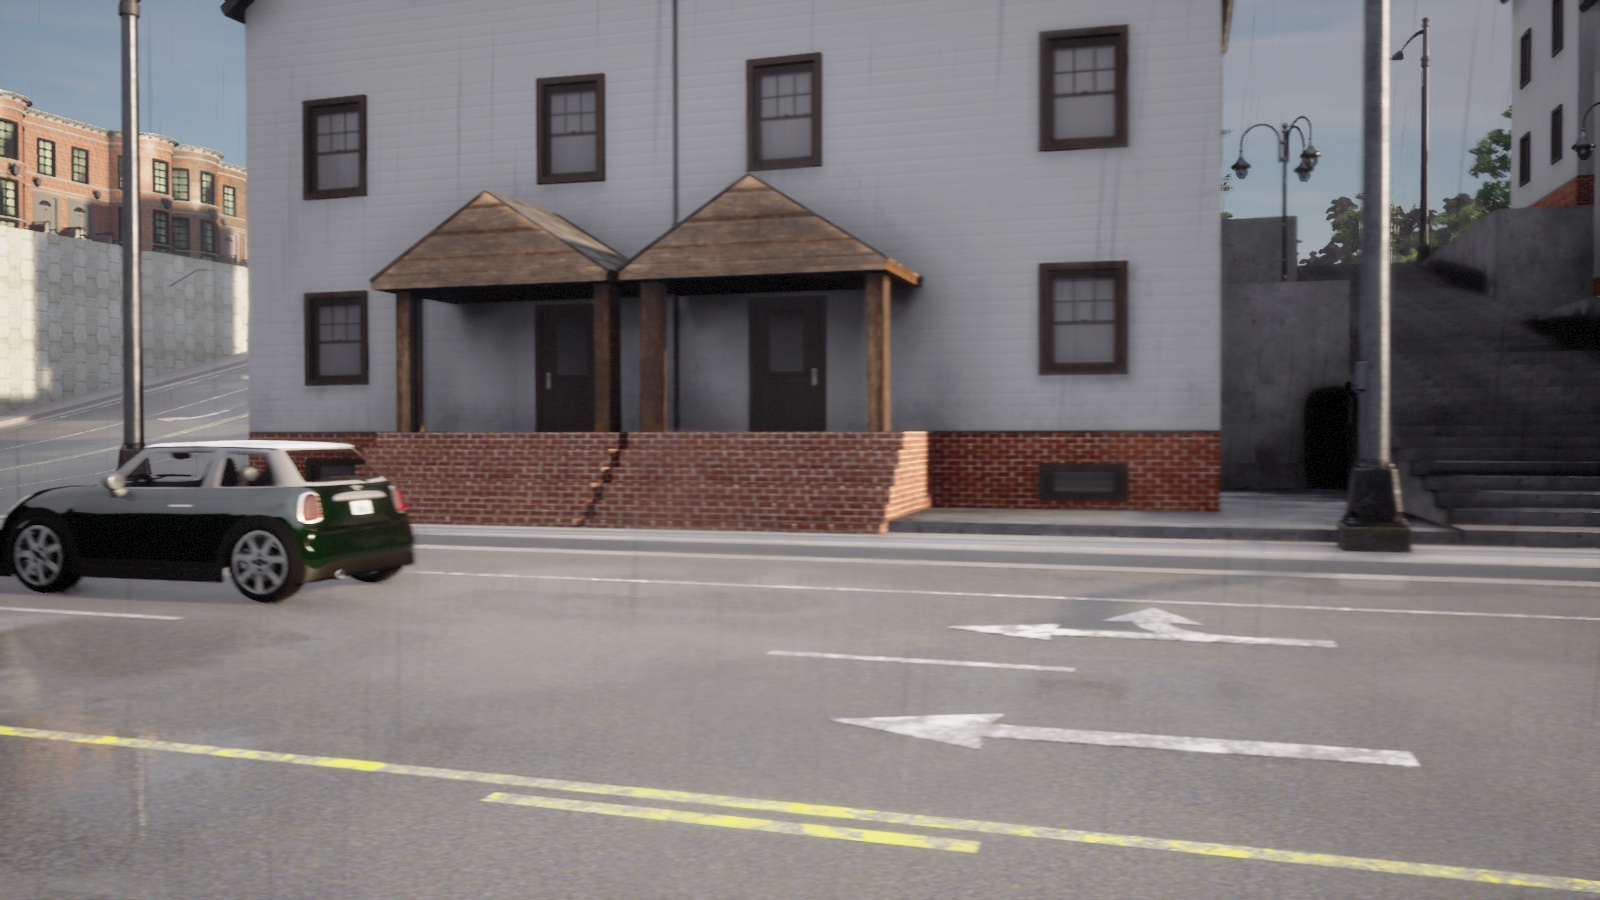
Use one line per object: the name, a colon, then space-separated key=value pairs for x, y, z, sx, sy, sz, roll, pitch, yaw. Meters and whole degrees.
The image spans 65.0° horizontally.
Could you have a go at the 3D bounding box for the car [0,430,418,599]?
car: x=-6.063 y=0.551 z=12.613 sx=3.806 sy=1.475 sz=1.970 roll=1 pitch=1 yaw=17
